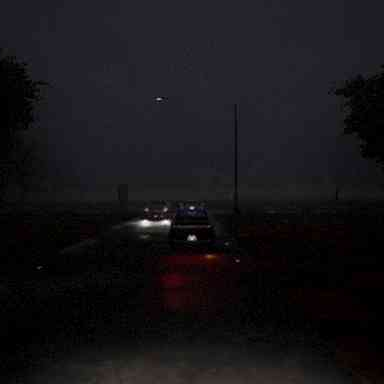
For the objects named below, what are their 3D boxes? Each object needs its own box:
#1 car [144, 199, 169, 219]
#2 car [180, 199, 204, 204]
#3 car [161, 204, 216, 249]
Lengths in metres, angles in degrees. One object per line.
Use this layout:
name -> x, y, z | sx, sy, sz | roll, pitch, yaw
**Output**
car -> -3.000, 1.440, 29.706 | 2.097, 1.767, 4.553 | 0, 0, 0
car -> 0.000, 1.402, 29.646 | 2.097, 1.767, 4.553 | 0, 0, 0
car -> 0.000, 1.502, 14.663 | 2.128, 1.511, 4.902 | 0, 0, 0
